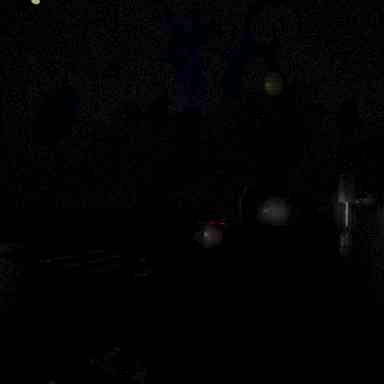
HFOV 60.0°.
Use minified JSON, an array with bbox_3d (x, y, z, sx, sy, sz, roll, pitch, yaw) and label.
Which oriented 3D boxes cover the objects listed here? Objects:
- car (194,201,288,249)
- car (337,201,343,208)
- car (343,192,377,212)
[{"bbox_3d":[2.038,1.363,14.135,2.128,1.511,4.902,0,0,37],"label":"car"},{"bbox_3d":[20.426,1.311,43.428,2.128,1.511,4.902,0,0,37],"label":"car"},{"bbox_3d":[18.483,1.029,36.063,2.150,2.045,5.566,0,0,37],"label":"car"}]
